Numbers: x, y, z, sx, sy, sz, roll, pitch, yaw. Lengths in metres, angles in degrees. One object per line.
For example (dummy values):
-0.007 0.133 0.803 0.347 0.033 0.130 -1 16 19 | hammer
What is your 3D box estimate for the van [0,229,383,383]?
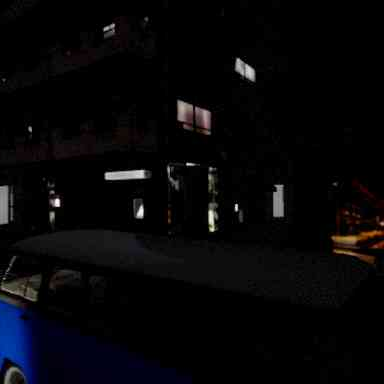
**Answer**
-0.343 1.338 3.135 3.998 1.788 1.690 0 -1 36 | van
